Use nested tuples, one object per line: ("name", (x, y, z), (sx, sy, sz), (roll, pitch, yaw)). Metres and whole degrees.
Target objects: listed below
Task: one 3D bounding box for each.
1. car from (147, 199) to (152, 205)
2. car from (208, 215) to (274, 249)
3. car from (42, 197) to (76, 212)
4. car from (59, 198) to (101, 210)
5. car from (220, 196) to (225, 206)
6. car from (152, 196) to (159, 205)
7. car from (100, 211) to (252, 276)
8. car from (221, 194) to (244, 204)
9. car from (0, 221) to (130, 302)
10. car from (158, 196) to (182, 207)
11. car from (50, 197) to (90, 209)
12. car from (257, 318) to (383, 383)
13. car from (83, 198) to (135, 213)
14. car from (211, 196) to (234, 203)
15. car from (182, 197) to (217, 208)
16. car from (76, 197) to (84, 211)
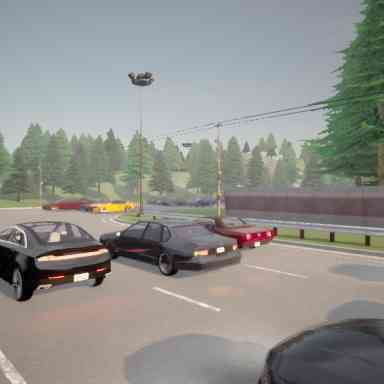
("car", (-5.520, 1.506, 57.122), (4.892, 1.490, 1.837), (0, 0, -43))
("car", (0.856, 1.601, 13.641), (1.895, 1.301, 4.718), (0, 0, -43))
("car", (-14.843, 1.477, 38.952), (5.008, 1.535, 1.882), (0, 0, -43))
("car", (-14.745, 1.506, 43.811), (4.892, 1.490, 1.837), (1, 0, -43))
("car", (6.923, 1.547, 49.572), (5.357, 1.411, 2.033), (0, 0, -43))
("car", (-3.549, 1.491, 54.182), (4.902, 1.511, 2.128), (0, 0, -43))
("car", (-0.969, 1.547, 10.451), (2.033, 1.411, 5.357), (0, 0, -43))
("car", (7.895, 1.351, 64.722), (4.553, 1.767, 2.097), (0, 0, -42))
("car", (-3.866, 1.491, 8.435), (2.128, 1.511, 4.902), (0, 0, -43))
("car", (-2.496, 1.564, 50.390), (4.181, 1.385, 1.994), (0, 0, -43))
("car", (-17.034, 1.506, 46.465), (4.892, 1.490, 1.837), (1, 0, -43))
("car", (2.600, 1.505, 1.675), (1.837, 1.490, 4.892), (0, 0, -43))
("car", (-8.478, 1.477, 35.307), (5.008, 1.535, 1.882), (0, 0, -43))
("car", (6.358, 1.503, 68.022), (4.892, 1.490, 1.837), (0, 0, -42))
("car", (1.257, 1.525, 49.076), (4.674, 1.442, 1.812), (0, 0, -43))
("car", (-10.168, 1.547, 38.512), (5.357, 1.411, 2.033), (0, 0, -43))
